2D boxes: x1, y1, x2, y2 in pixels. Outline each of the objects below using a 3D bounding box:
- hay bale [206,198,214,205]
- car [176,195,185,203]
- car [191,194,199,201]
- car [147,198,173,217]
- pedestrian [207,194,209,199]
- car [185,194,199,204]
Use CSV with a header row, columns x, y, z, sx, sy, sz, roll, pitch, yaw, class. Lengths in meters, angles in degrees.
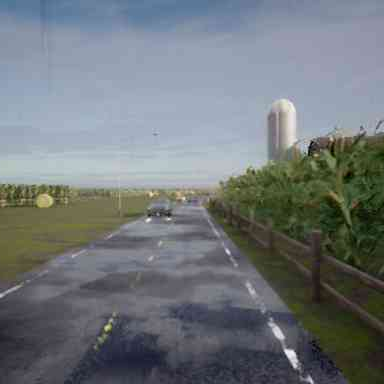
x,y,z,sx,sy,sz,roll,pitch,yaw,class
3.153,1.652,57.829,1.220,1.180,1.240,0,0,1,hay bale
-2.406,1.456,71.065,1.882,1.535,5.008,0,0,2,car
0.724,1.331,81.206,1.837,1.490,4.892,0,0,3,car
-2.900,1.353,30.740,2.097,1.767,4.553,0,0,0,car
2.870,1.280,59.110,0.375,1.860,0.375,0,0,-2,pedestrian
0.188,1.564,65.812,1.994,1.385,4.181,0,0,2,car
